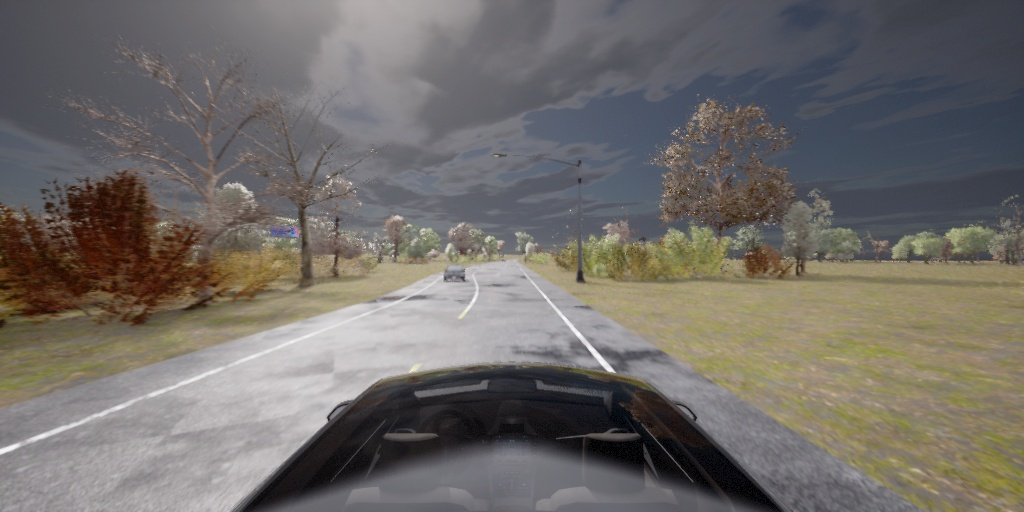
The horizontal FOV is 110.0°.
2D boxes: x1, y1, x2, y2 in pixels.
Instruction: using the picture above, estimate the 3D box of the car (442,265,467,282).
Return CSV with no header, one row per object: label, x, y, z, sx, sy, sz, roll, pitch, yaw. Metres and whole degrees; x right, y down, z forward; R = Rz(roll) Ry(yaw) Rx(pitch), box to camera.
car,-5.114,1.527,32.251,1.812,1.442,4.674,0,0,-7
